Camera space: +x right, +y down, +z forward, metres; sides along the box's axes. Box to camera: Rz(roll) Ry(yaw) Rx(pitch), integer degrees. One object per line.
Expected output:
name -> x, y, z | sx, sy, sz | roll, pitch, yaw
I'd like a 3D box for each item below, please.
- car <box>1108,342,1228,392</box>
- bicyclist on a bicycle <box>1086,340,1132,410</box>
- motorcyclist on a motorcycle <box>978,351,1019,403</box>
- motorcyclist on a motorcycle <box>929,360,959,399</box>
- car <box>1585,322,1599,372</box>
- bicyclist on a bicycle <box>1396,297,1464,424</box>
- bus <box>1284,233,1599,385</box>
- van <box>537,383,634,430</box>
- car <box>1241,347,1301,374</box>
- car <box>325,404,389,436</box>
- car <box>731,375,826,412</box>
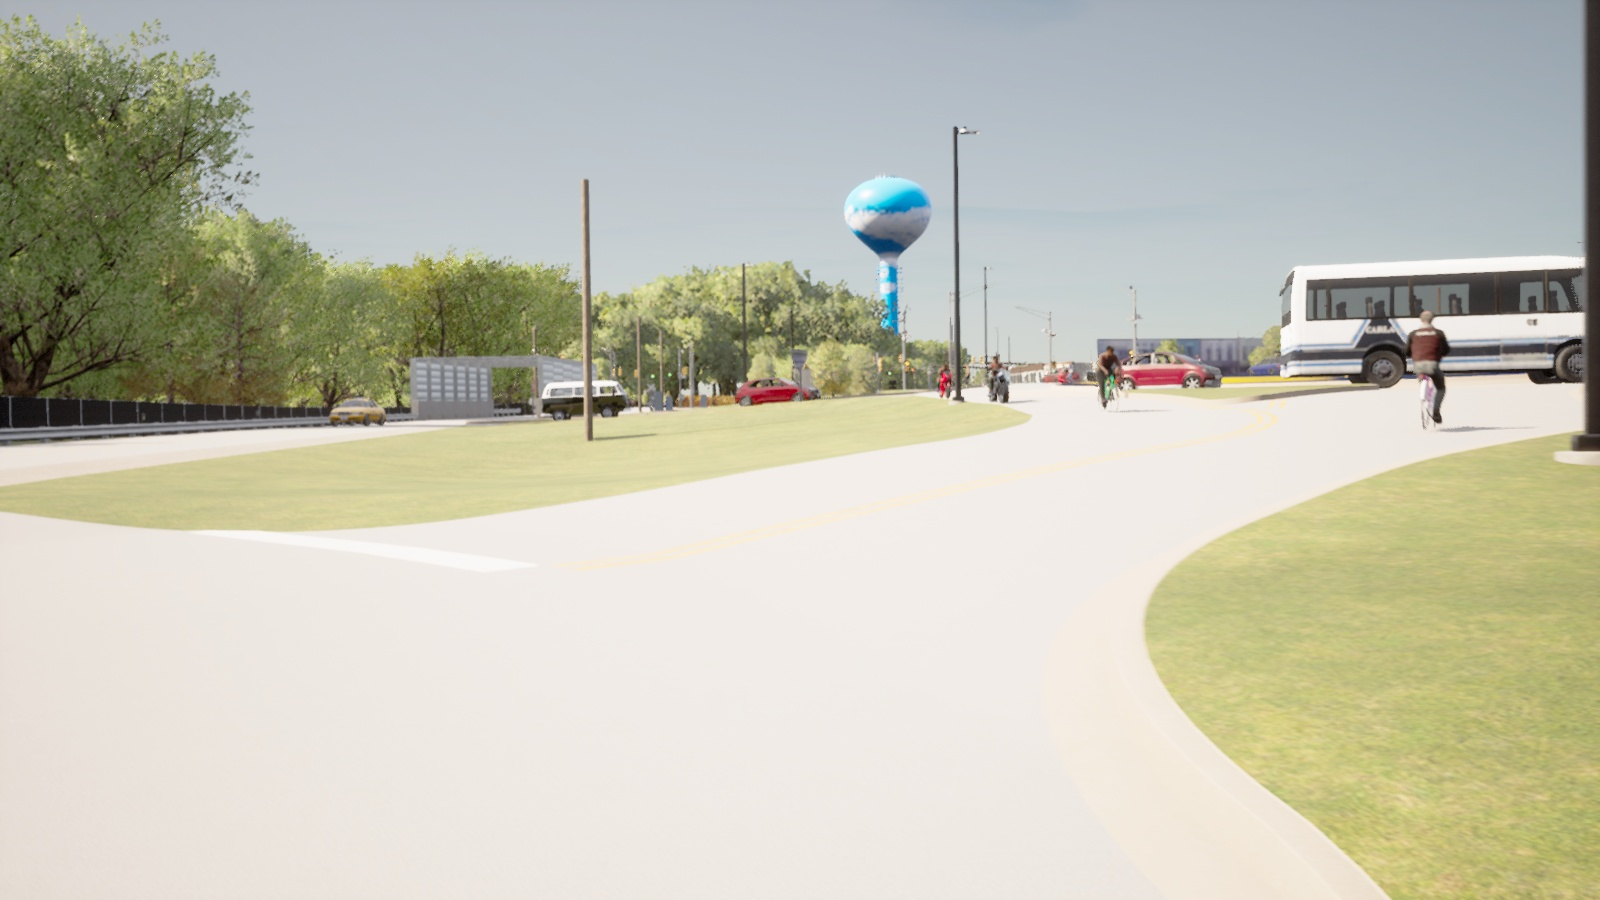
car -> 13.302, -2.970, 45.457 | 3.705, 1.549, 1.789 | -1, 1, 41
bicyclist on a bicycle -> 7.474, -1.822, 30.444 | 0.582, 1.620, 1.656 | -2, 4, -4
motorcyclist on a motorcycle -> 6.660, -2.467, 42.266 | 0.766, 1.649, 2.350 | -4, 4, -4
motorcyclist on a motorcycle -> 5.932, -2.910, 51.882 | 0.797, 1.523, 2.044 | -1, 2, -5
car -> 32.662, -3.930, 48.094 | 4.605, 1.855, 1.932 | -2, 8, -22
bicyclist on a bicycle -> 9.403, -1.335, 18.718 | 0.659, 1.776, 1.843 | -1, 3, 33
bus -> 21.929, -4.553, 41.892 | 10.273, 4.253, 3.944 | -2, 1, 14
van -> -10.959, -2.241, 64.298 | 4.480, 2.038, 2.069 | -4, 3, -1
car -> 33.665, -6.379, 89.845 | 2.097, 1.767, 4.553 | -1, 2, -8
car -> -22.955, -1.568, 65.208 | 1.801, 1.575, 5.366 | -2, 2, -5
car -> -1.064, -2.788, 61.913 | 4.193, 1.474, 1.816 | -4, 2, 19
